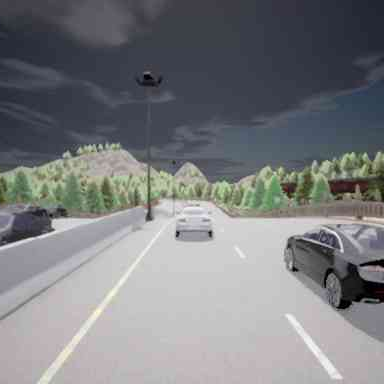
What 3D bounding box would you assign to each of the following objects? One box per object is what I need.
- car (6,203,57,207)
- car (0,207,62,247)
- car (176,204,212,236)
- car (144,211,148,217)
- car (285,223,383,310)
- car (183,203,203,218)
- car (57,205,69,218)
[{"bbox_3d":[-10.598,1.459,20.517,2.128,1.511,4.902,0,0,0],"label":"car"},{"bbox_3d":[-7.101,1.518,12.644,2.033,1.411,5.357,0,0,0],"label":"car"},{"bbox_3d":[0.099,1.485,17.933,1.812,1.442,4.674,0,0,0],"label":"car"},{"bbox_3d":[-7.053,3.777,54.111,2.033,1.411,5.357,0,-6,1],"label":"car"},{"bbox_3d":[3.599,1.473,7.754,2.128,1.511,4.902,0,0,0],"label":"car"},{"bbox_3d":[0.097,2.062,36.417,2.128,1.511,4.902,0,-4,0],"label":"car"},{"bbox_3d":[-14.092,1.972,33.821,1.994,1.385,4.181,0,-3,0],"label":"car"}]
